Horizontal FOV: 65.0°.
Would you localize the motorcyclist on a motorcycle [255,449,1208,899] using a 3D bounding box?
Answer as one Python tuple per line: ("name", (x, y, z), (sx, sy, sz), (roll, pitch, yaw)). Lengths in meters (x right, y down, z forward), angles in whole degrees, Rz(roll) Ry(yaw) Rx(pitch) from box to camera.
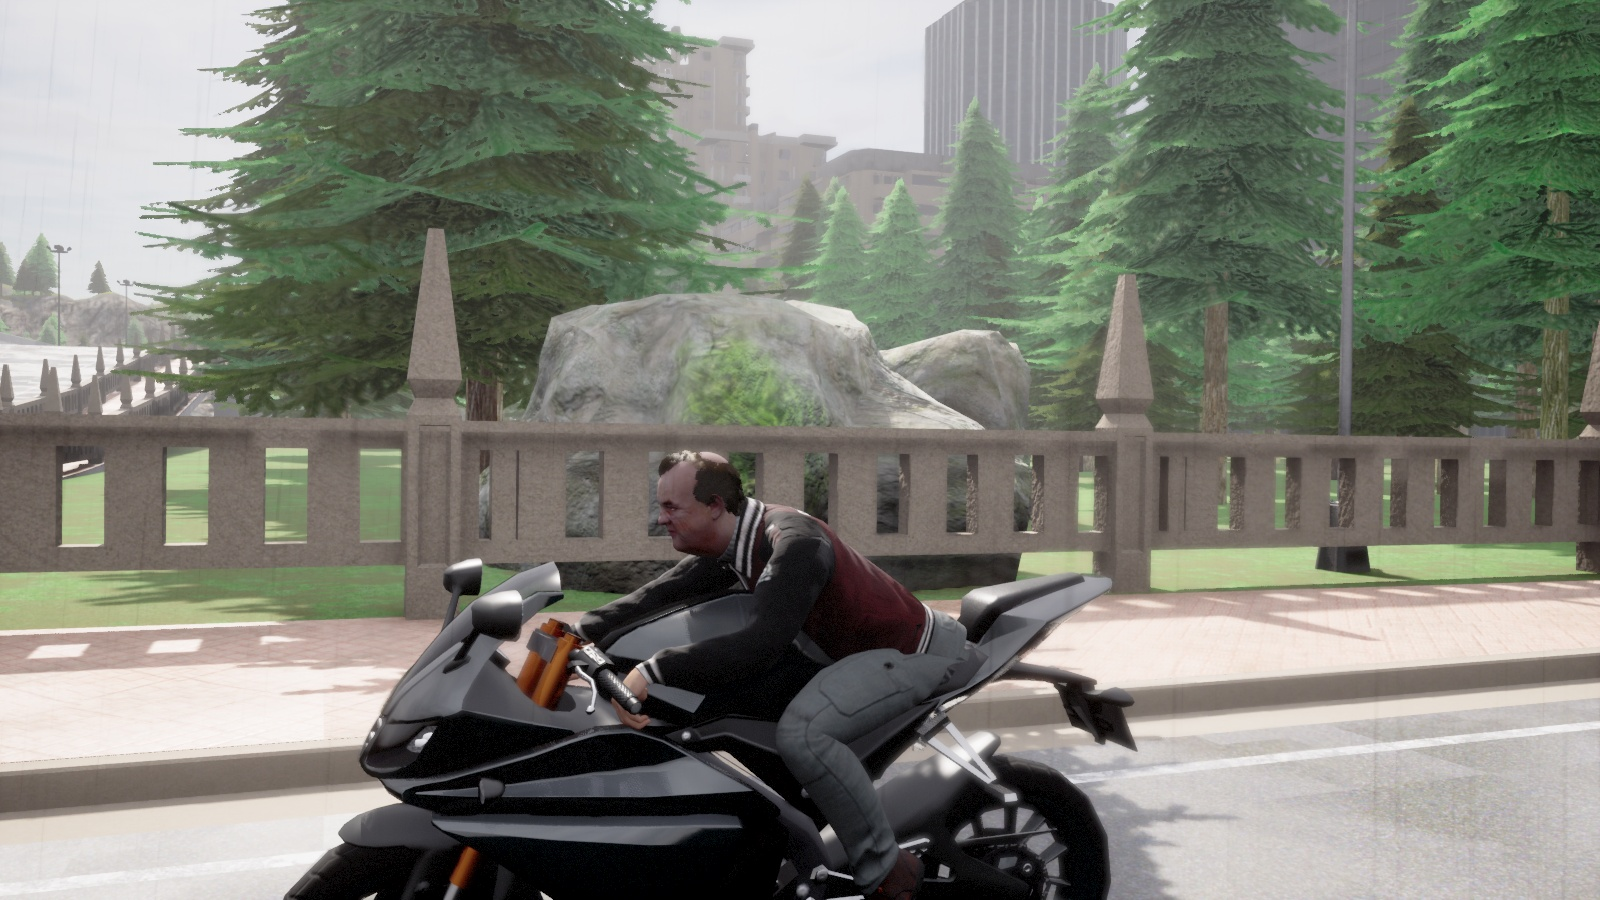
("motorcyclist on a motorcycle", (-0.153, 0.783, 3.181), (2.191, 1.530, 0.866), (-1, 1, -21))
